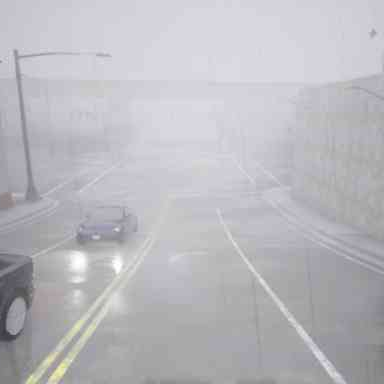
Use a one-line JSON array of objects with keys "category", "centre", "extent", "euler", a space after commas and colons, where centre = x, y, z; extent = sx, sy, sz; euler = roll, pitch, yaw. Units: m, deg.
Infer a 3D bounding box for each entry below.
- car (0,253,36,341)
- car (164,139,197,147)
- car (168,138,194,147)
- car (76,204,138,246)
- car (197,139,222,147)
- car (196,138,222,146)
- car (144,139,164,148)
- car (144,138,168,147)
[{"category": "car", "centre": [-3.597, 1.461, 3.630], "extent": [1.882, 1.535, 5.008], "euler": [0, 0, 0]}, {"category": "car", "centre": [-2.104, -9.124, 62.265], "extent": [4.974, 1.542, 2.038], "euler": [-10, 17, -35]}, {"category": "car", "centre": [-2.061, -9.284, 62.258], "extent": [4.536, 1.218, 1.853], "euler": [-10, 17, -35]}, {"category": "car", "centre": [-3.549, 1.295, 14.692], "extent": [1.812, 1.442, 4.674], "euler": [0, 3, 0]}, {"category": "car", "centre": [3.268, -9.282, 63.006], "extent": [4.974, 1.542, 2.038], "euler": [8, 16, 28]}, {"category": "car", "centre": [3.223, -9.441, 62.992], "extent": [4.536, 1.218, 1.853], "euler": [8, 16, 28]}, {"category": "car", "centre": [-6.712, -9.147, 62.277], "extent": [4.974, 1.542, 2.038], "euler": [13, 19, 42]}, {"category": "car", "centre": [-6.749, -9.309, 62.274], "extent": [4.536, 1.218, 1.853], "euler": [13, 19, 42]}]
